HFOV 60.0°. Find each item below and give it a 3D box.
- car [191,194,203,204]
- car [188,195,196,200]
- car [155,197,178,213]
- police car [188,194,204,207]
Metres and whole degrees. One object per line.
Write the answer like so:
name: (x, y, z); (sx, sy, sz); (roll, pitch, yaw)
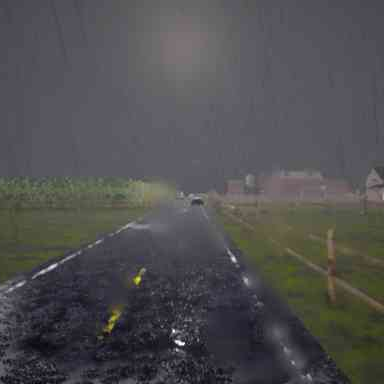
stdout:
car: (0.819, 1.281, 60.317); (2.097, 1.767, 4.553); (0, 0, 0)
car: (-0.008, 1.398, 85.803); (1.895, 1.301, 4.718); (0, 0, 0)
car: (-2.850, 1.475, 36.402); (2.033, 1.411, 5.357); (0, 0, 0)
police car: (0.820, 1.354, 50.456); (1.930, 1.638, 5.238); (0, 0, 0)
